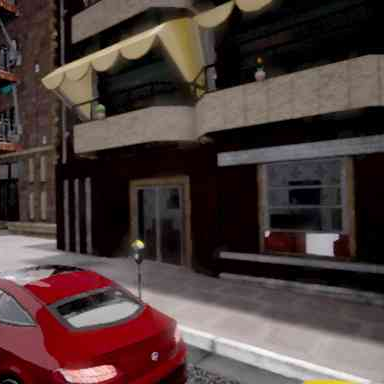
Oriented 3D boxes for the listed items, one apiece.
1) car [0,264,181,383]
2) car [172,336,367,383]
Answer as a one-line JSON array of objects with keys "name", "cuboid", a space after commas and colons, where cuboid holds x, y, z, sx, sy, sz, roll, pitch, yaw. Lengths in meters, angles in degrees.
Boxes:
[{"name": "car", "cuboid": [-1.992, 1.592, 4.166, 4.206, 1.307, 1.802, 0, -2, 36]}, {"name": "car", "cuboid": [2.372, 1.522, 1.055, 4.829, 1.417, 1.752, 0, -2, 36]}]
